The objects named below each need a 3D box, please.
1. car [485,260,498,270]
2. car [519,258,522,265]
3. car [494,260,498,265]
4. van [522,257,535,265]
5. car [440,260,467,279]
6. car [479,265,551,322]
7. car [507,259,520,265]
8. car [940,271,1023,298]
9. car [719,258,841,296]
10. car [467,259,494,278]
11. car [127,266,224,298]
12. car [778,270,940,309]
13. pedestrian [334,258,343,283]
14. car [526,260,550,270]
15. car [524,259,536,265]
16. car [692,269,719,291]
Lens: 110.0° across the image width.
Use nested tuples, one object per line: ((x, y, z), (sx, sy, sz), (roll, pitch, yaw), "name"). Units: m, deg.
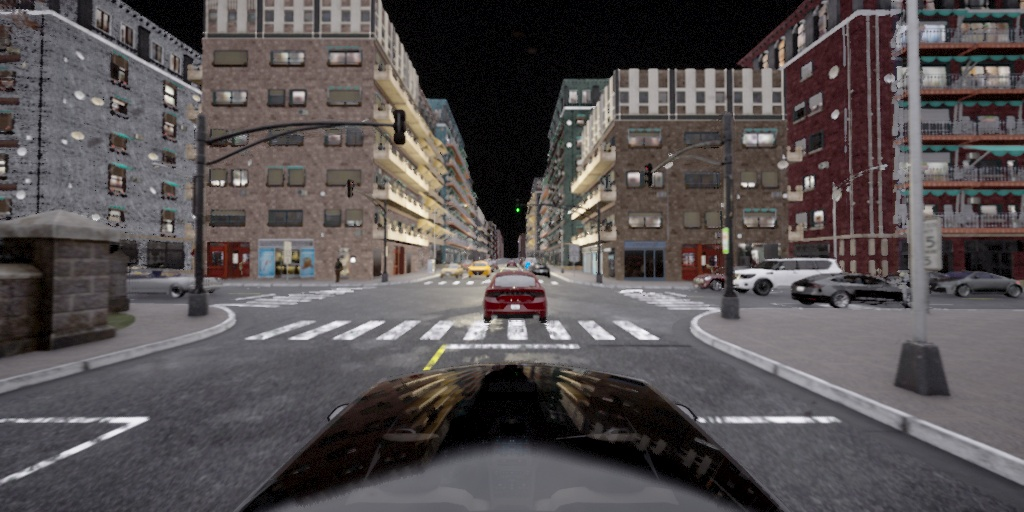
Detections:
((-3.088, 1.379, 55.196), (1.812, 1.442, 4.674), (0, 0, 0), "car")
((2.661, 1.394, 62.788), (1.751, 1.417, 4.829), (0, 0, 0), "car")
((-3.118, 1.380, 45.057), (2.033, 1.411, 5.357), (0, 0, 0), "car")
((2.666, 1.186, 51.333), (1.690, 1.789, 3.998), (0, 0, 0), "van")
((-5.705, 1.337, 34.231), (1.751, 1.417, 4.829), (0, 0, 0), "car")
((0.094, 1.247, 12.336), (1.882, 1.535, 5.008), (0, 0, 0), "car")
((-0.023, 1.400, 65.194), (1.812, 1.442, 4.674), (0, 0, 0), "car")
((25.101, 1.526, 19.861), (4.181, 1.385, 1.994), (0, -1, 2), "car")
((15.092, 1.127, 19.972), (5.566, 2.045, 2.150), (0, -1, 2), "car")
((-3.118, 1.291, 35.096), (1.882, 1.535, 5.008), (0, 0, 0), "car")
((-16.678, 1.268, 17.115), (4.718, 1.301, 1.895), (0, -1, 1), "car")
((13.528, 1.350, 14.199), (4.313, 1.339, 1.948), (0, 0, 1), "car")
((-12.551, 1.002, 25.842), (0.375, 1.860, 0.375), (0, -1, 1), "pedestrian")
((2.675, 1.378, 34.406), (1.948, 1.339, 4.313), (0, 0, 0), "car")
((2.672, 1.374, 40.048), (2.007, 1.370, 4.403), (0, 0, 0), "car")
((13.627, 1.388, 22.577), (4.097, 1.591, 1.967), (0, 0, 1), "car")
